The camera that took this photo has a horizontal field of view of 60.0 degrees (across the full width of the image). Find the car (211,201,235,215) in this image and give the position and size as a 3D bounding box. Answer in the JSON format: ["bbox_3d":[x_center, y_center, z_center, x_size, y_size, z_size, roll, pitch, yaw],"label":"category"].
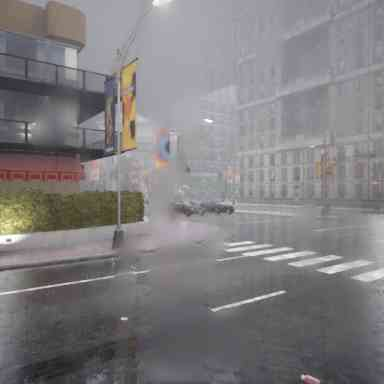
[{"bbox_3d":[2.251,1.600,34.143,1.895,1.301,4.718,0,0,-35],"label":"car"}]

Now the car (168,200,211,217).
[{"bbox_3d":[-0.598,1.525,32.112,1.812,1.442,4.674,0,0,-35],"label":"car"}]
